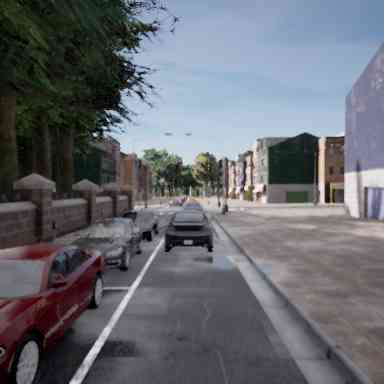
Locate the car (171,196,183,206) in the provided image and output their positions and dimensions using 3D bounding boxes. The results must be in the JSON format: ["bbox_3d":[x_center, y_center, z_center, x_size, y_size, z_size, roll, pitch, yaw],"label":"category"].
[{"bbox_3d":[-2.658,1.576,60.274,1.967,1.590,4.097,-1,0,0],"label":"car"}]

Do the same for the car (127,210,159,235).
[{"bbox_3d":[-2.647,1.583,16.519,1.947,1.339,4.313,-1,0,0],"label":"car"}]

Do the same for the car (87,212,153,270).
[{"bbox_3d":[-2.646,1.560,10.831,2.008,1.369,4.403,-1,0,0],"label":"car"}]

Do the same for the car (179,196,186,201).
[{"bbox_3d":[-2.663,1.832,92.882,1.947,1.339,4.313,-1,0,0],"label":"car"}]

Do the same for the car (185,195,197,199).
[{"bbox_3d":[0.091,1.599,55.994,1.882,1.535,5.008,0,0,0],"label":"car"}]

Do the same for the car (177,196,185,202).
[{"bbox_3d":[-2.661,1.772,82.013,2.008,1.369,4.403,-1,0,0],"label":"car"}]

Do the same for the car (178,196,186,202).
[{"bbox_3d":[-2.662,1.788,87.448,1.887,1.381,4.507,-1,0,0],"label":"car"}]

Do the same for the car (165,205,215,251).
[{"bbox_3d":[-0.089,1.520,14.160,1.837,1.490,4.892,0,0,1],"label":"car"}]

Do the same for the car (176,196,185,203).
[{"bbox_3d":[-2.660,1.743,76.578,1.887,1.381,4.507,-1,0,0],"label":"car"}]

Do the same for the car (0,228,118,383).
[{"bbox_3d":[-2.645,1.548,5.142,1.887,1.381,4.507,0,0,0],"label":"car"}]

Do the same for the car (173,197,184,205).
[{"bbox_3d":[-2.658,1.722,65.708,1.947,1.339,4.313,-1,0,0],"label":"car"}]

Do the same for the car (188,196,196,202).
[{"bbox_3d":[-0.015,1.772,86.256,2.033,1.411,5.357,0,0,0],"label":"car"}]

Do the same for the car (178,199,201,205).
[{"bbox_3d":[0.094,1.591,29.258,2.033,1.411,5.357,0,0,0],"label":"car"}]

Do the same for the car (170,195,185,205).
[{"bbox_3d":[-2.657,1.558,54.840,1.967,1.590,4.097,-1,0,0],"label":"car"}]
